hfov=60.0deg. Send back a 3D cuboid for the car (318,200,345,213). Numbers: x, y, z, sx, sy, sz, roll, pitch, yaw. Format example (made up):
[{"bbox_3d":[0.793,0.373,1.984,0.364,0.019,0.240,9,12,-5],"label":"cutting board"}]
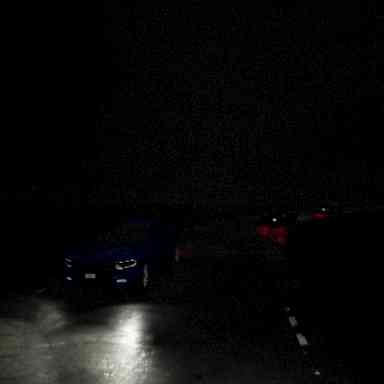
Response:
[{"bbox_3d":[16.296,1.667,38.857,1.837,1.490,4.892,-1,0,42],"label":"car"}]

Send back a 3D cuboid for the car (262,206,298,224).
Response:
[{"bbox_3d":[6.936,1.723,25.838,1.895,1.301,4.718,0,0,27],"label":"car"}]

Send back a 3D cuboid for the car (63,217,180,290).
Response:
[{"bbox_3d":[-1.685,1.523,9.511,1.882,1.535,5.008,0,0,11],"label":"car"}]
